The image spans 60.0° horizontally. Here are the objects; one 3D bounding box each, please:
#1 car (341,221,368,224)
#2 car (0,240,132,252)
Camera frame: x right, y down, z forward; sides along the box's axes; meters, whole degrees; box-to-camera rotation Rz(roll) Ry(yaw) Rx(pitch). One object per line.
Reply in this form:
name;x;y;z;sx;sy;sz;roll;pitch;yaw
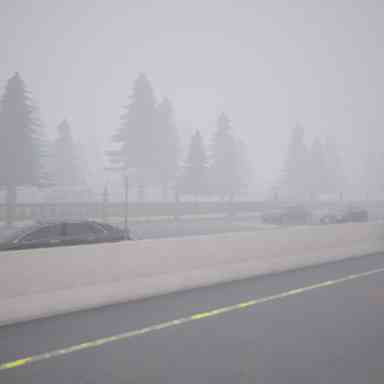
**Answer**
car;11.542;1.775;25.112;4.674;1.442;1.812;1;0;-35
car;-4.138;1.527;9.637;4.892;1.490;1.837;1;0;-35
